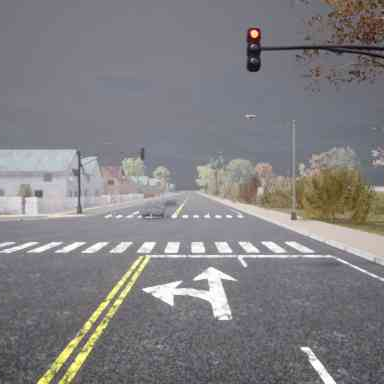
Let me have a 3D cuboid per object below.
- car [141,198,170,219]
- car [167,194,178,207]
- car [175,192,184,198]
[{"bbox_3d":[-3.246,1.559,28.836,1.837,1.490,4.892,0,1,0],"label":"car"},{"bbox_3d":[-3.245,1.519,51.683,2.033,1.411,5.357,0,0,0],"label":"car"},{"bbox_3d":[-3.237,0.930,86.872,2.150,2.045,5.566,0,0,0],"label":"car"}]
